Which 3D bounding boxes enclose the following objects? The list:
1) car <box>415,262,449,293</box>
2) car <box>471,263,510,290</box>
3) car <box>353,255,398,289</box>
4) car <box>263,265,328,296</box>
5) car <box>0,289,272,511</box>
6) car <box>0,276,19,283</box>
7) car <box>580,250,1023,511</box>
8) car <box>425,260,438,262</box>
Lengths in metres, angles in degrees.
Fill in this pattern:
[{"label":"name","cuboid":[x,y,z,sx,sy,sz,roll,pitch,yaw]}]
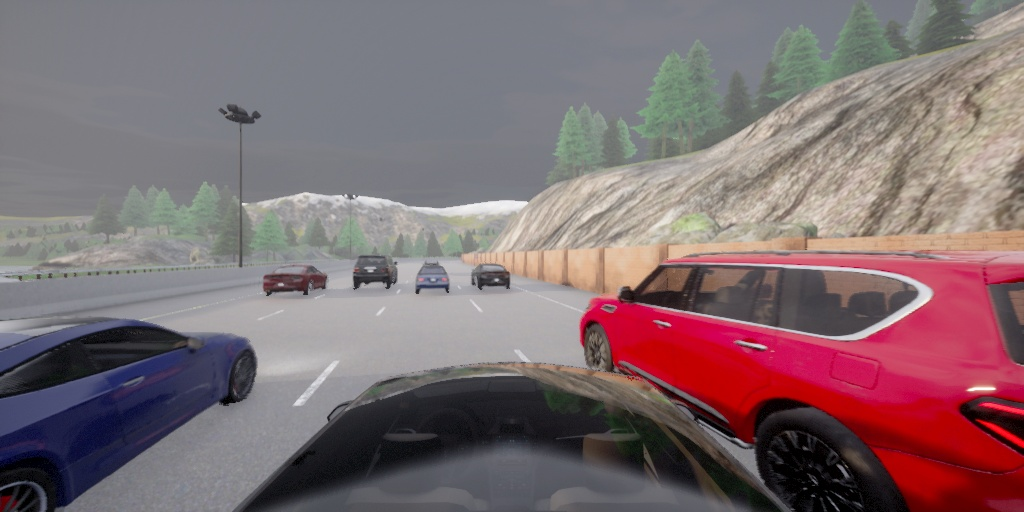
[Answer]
[{"label":"car","cuboid":[-4.638,1.277,20.918,2.033,1.411,5.357,0,0,-13]},{"label":"car","cuboid":[-1.421,1.206,22.554,1.882,1.535,5.008,0,0,-13]},{"label":"car","cuboid":[-8.768,0.949,23.290,2.150,2.045,5.566,0,0,-13]},{"label":"car","cuboid":[-11.451,1.209,19.308,1.882,1.535,5.008,0,0,-13]},{"label":"car","cuboid":[-4.217,1.274,3.211,1.812,1.442,4.674,0,0,-13]},{"label":"car","cuboid":[-20.997,1.263,13.036,1.812,1.442,4.674,0,0,-13]},{"label":"car","cuboid":[2.741,0.970,4.180,2.150,2.045,5.566,0,0,-13]},{"label":"car","cuboid":[-8.557,1.203,38.119,2.128,1.511,4.902,0,0,-13]}]
